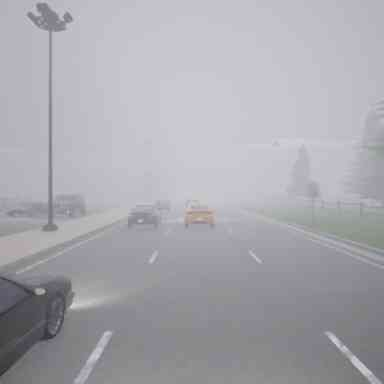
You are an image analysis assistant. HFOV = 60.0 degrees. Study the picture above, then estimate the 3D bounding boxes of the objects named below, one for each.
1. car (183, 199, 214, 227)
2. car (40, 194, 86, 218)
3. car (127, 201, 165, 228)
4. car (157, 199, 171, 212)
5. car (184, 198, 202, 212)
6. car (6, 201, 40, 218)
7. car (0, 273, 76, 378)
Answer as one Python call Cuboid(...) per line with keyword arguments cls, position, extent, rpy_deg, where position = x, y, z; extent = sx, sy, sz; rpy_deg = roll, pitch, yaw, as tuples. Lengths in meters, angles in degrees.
Cuboid(cls="car", position=(0.444, 1.471, 22.739), extent=(1.882, 1.535, 5.008), rpy_deg=(0, 0, -1))
Cuboid(cls="car", position=(-11.386, 1.209, 30.479), extent=(2.150, 2.045, 5.566), rpy_deg=(0, 0, -1))
Cuboid(cls="car", position=(-3.037, 1.519, 21.741), extent=(1.812, 1.442, 4.674), rpy_deg=(0, 0, -1))
Cuboid(cls="car", position=(-3.412, 1.535, 38.984), extent=(2.033, 1.411, 5.357), rpy_deg=(0, 0, -1))
Cuboid(cls="car", position=(0.053, 1.535, 40.524), extent=(2.033, 1.411, 5.357), rpy_deg=(0, 0, -1))
Cuboid(cls="car", position=(-14.892, 1.535, 30.676), extent=(2.033, 1.411, 5.357), rpy_deg=(0, 0, -1))
Cuboid(cls="car", position=(-2.983, 1.546, 3.458), extent=(2.033, 1.411, 5.357), rpy_deg=(0, 0, 0))
